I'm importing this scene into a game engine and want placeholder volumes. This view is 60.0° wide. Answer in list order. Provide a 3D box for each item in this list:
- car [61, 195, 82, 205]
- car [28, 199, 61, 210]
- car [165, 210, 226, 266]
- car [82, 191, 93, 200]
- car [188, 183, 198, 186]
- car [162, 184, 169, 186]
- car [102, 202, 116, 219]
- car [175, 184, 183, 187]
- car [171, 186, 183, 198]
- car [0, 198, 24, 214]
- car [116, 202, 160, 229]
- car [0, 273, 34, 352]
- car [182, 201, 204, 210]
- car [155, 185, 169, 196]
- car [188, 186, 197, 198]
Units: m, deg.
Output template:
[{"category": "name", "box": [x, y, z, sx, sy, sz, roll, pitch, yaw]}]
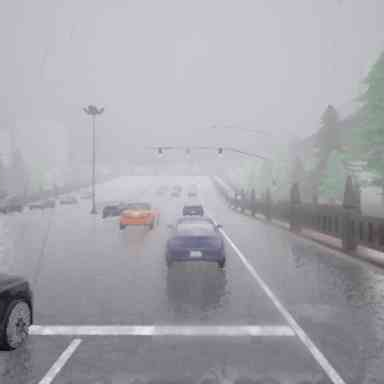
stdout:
[{"category": "car", "box": [-20.983, 1.438, 56.751, 1.994, 1.385, 4.181, 0, 3, 0]}, {"category": "car", "box": [-21.020, 1.736, 47.015, 2.033, 1.411, 5.357, 0, 1, 0]}, {"category": "car", "box": [0.100, 1.583, 11.579, 1.812, 1.442, 4.674, 0, 0, 0]}, {"category": "car", "box": [-20.925, 0.626, 66.984, 2.128, 1.511, 4.902, 0, 5, 0]}, {"category": "car", "box": [0.147, -1.274, 79.838, 2.150, 2.045, 5.566, 0, 7, 0]}, {"category": "car", "box": [-6.839, -1.195, 82.384, 1.837, 1.490, 4.892, 0, 7, 0]}, {"category": "car", "box": [-6.898, 1.655, 30.806, 1.837, 1.490, 4.892, 0, 0, 0]}, {"category": "car", "box": [-3.353, -1.138, 79.814, 2.097, 1.767, 4.553, 0, 7, 0]}, {"category": "car", "box": [-3.409, 0.293, 69.838, 1.837, 1.490, 4.892, 0, 7, 0]}, {"category": "car", "box": [-21.071, 1.534, 37.631, 2.097, 1.767, 4.553, 0, 0, 0]}, {"category": "car", "box": [-3.399, 1.461, 22.414, 2.097, 1.767, 4.553, 0, 0, 0]}, {"category": "car", "box": [-3.399, 1.508, 3.326, 2.128, 1.511, 4.902, 0, 0, 0]}, {"category": "car", "box": [0.101, 1.634, 31.994, 1.882, 1.535, 5.008, 0, 0, 0]}, {"category": "car", "box": [-6.895, 0.056, 72.301, 2.033, 1.411, 5.357, 0, 7, 0]}, {"category": "car", "box": [0.091, 0.270, 69.818, 1.882, 1.535, 5.008, 0, 7, 0]}]
